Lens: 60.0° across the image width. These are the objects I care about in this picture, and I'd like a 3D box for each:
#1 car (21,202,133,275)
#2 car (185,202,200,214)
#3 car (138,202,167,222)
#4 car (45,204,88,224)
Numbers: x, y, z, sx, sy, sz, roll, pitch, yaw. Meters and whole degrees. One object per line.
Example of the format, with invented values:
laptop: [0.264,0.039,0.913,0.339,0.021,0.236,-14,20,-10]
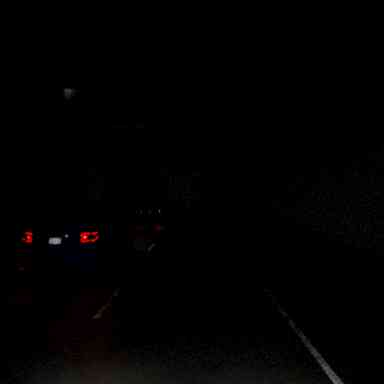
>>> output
car: [-3.407,1.338,10.956,2.150,2.045,5.566,0,-1,0]
car: [0.072,1.987,41.802,2.033,1.411,5.357,0,-1,0]
car: [-3.420,1.661,29.301,2.097,1.767,4.553,0,-1,0]
car: [-10.618,1.807,28.623,1.837,1.490,4.892,0,-1,0]
